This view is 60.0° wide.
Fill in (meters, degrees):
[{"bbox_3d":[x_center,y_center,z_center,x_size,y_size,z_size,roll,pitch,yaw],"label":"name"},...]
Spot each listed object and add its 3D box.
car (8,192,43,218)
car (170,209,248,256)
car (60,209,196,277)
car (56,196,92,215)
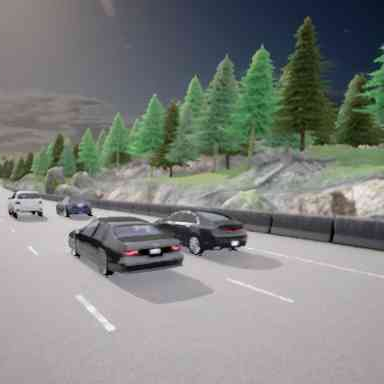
[{"bbox_3d":[-14.058,1.009,28.007,2.150,2.045,5.566,0,0,-33],"label":"car"},{"bbox_3d":[0.081,1.419,12.972,1.837,1.490,4.892,0,0,-33],"label":"car"},{"bbox_3d":[-2.285,1.476,10.204,2.033,1.411,5.357,0,0,-33],"label":"car"},{"bbox_3d":[-10.153,1.150,28.448,2.097,1.767,4.553,0,1,-33],"label":"car"}]
